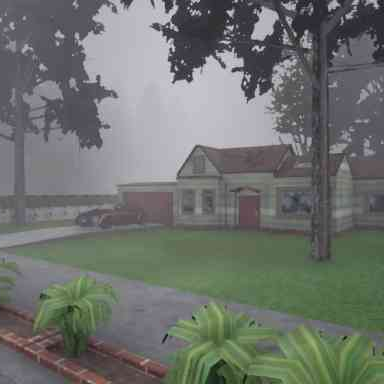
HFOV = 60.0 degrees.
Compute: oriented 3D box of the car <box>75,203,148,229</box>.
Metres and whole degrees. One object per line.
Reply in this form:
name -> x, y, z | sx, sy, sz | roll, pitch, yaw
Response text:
car -> -4.437, 1.297, 18.827 | 1.994, 1.381, 4.181 | 0, 0, 36
